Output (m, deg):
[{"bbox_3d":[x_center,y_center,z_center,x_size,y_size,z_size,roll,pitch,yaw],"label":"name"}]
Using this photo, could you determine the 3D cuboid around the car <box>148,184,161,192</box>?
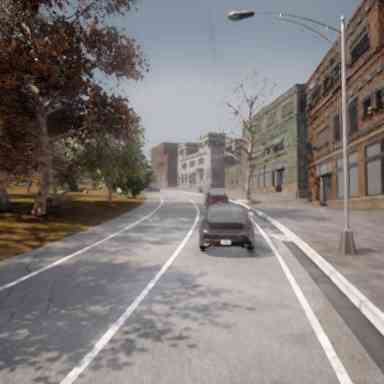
[{"bbox_3d":[-7.202,-0.764,63.332,1.837,1.490,4.892,2,2,-17],"label":"car"}]

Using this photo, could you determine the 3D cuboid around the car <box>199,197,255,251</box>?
[{"bbox_3d":[1.316,1.191,12.689,1.837,1.490,4.892,0,3,6],"label":"car"}]

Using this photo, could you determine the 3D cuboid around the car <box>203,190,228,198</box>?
[{"bbox_3d":[2.046,0.571,28.670,1.882,1.535,5.008,1,2,-1],"label":"car"}]
